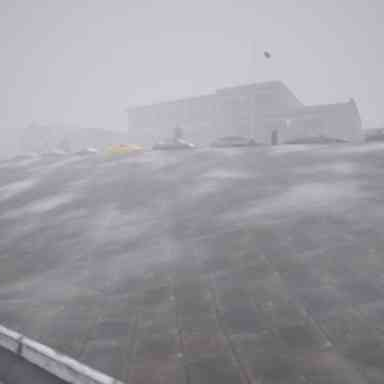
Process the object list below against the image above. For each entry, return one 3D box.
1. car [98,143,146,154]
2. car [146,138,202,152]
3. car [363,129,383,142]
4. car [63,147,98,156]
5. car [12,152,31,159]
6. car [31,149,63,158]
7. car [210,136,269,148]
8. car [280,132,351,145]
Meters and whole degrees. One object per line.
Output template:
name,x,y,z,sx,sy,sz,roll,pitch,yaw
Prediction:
car,-6.034,-3.830,31.443,5.008,1.535,2.097,1,1,32
car,-1.280,-3.837,28.628,4.553,1.767,2.185,1,1,31
car,13.409,-3.356,20.765,4.892,1.521,2.231,1,1,27
car,-10.747,-3.908,34.371,4.674,1.452,2.002,1,1,33
car,-19.961,-4.156,40.497,4.892,1.521,2.231,1,1,34
car,-15.394,-4.061,37.399,4.892,1.521,2.231,1,1,34
car,3.713,-3.561,25.829,4.792,1.488,2.163,1,1,29
car,8.577,-3.433,23.223,4.674,1.452,2.002,1,1,28
